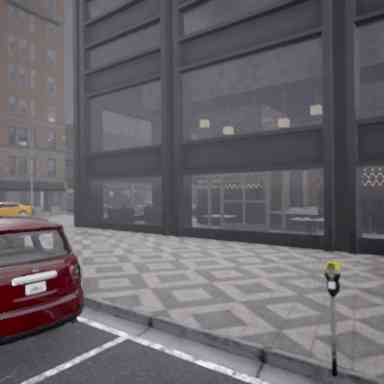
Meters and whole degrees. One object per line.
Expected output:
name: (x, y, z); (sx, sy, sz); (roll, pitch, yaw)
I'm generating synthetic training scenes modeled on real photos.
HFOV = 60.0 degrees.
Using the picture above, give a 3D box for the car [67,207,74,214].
car: (-11.689, 1.852, 38.591); (2.033, 1.411, 5.357); (-1, -1, 35)

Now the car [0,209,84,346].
car: (-3.960, 1.328, 5.686); (5.009, 1.841, 2.192); (0, -1, 36)

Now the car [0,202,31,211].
car: (-17.459, 1.700, 30.606); (1.882, 1.535, 5.008); (-1, -1, 36)
